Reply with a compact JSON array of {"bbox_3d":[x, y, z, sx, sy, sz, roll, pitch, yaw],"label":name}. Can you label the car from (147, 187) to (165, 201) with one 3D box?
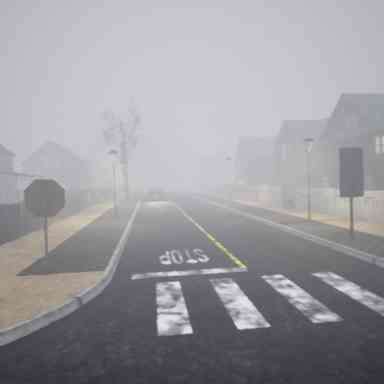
[{"bbox_3d":[-4.277,0.175,39.490,2.128,1.511,4.902,-2,2,-7],"label":"car"}]
